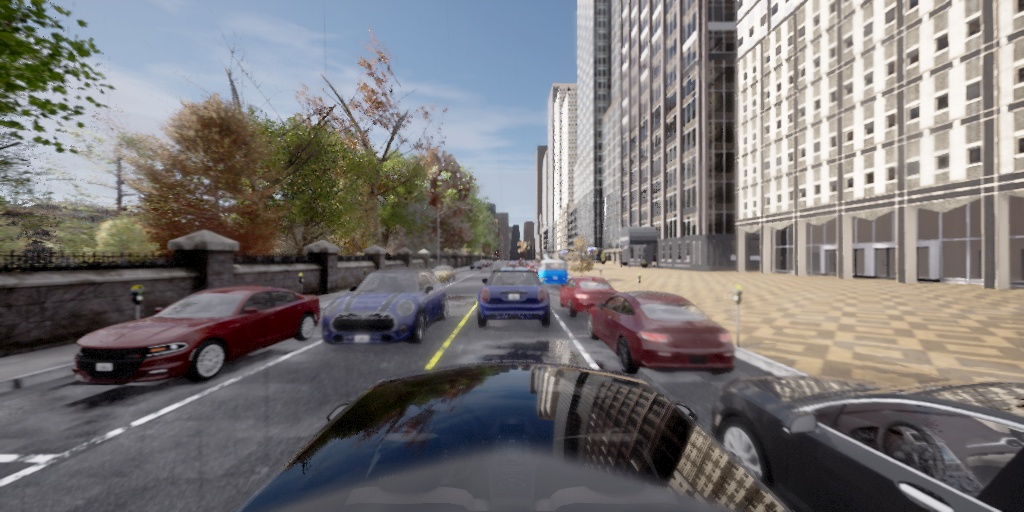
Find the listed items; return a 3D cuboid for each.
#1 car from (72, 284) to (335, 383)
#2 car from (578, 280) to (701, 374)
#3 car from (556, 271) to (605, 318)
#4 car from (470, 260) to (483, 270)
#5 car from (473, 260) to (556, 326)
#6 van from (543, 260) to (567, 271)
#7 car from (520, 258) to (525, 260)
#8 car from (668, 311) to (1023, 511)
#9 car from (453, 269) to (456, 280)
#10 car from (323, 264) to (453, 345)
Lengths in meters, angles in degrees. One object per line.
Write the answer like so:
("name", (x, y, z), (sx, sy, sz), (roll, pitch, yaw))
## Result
("car", (-5.691, 1.312, 7.250), (1.888, 1.381, 4.507), (0, 0, 0))
("car", (2.689, 1.349, 7.249), (1.802, 1.307, 4.207), (0, 0, 0))
("car", (2.690, 1.367, 12.881), (1.802, 1.307, 4.207), (0, 0, 0))
("car", (-5.684, 1.524, 57.939), (1.948, 1.339, 4.313), (0, 0, 0))
("car", (0.041, 1.134, 11.885), (2.097, 1.767, 4.553), (0, 0, 0))
("van", (2.692, 1.165, 24.146), (1.690, 1.789, 3.998), (0, 0, 0))
("car", (2.696, 1.398, 57.938), (1.967, 1.591, 4.097), (0, 0, 0))
("car", (2.688, 1.300, 1.616), (2.007, 1.370, 4.403), (0, 0, 0))
("car", (-5.688, 1.371, 29.609), (1.751, 1.417, 4.829), (0, 0, 0))
("car", (-3.099, 1.126, 9.658), (2.097, 1.767, 4.553), (0, 0, 0))
